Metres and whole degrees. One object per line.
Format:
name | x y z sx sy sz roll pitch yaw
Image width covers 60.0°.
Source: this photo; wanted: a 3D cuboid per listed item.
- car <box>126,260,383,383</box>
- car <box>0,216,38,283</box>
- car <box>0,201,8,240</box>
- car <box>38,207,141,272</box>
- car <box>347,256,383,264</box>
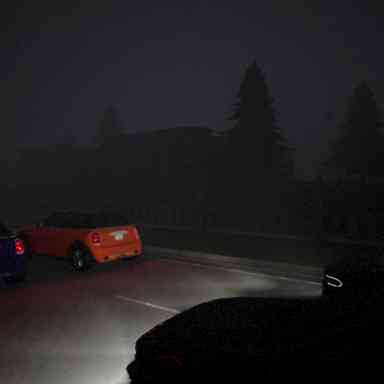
car | 1.939 1.548 2.612 5.357 1.411 2.033 0 0 36
car | -6.209 1.348 8.423 4.553 1.767 2.097 0 0 36
car | -11.148 1.345 16.226 4.553 1.767 2.097 0 0 36
car | -3.879 1.348 11.059 4.553 1.767 2.097 0 0 36
car | 4.615 1.478 5.002 5.008 1.535 1.882 0 0 36
